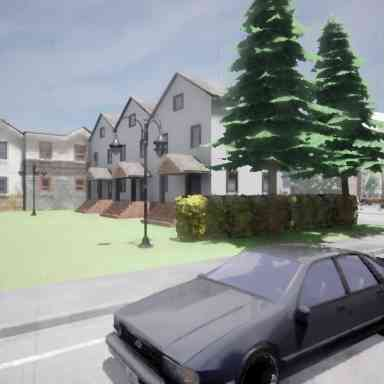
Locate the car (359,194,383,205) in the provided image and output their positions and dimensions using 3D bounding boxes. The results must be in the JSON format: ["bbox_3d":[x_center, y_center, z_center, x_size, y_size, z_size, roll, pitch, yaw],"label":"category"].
[{"bbox_3d":[27.287,1.097,49.291,1.932,1.855,4.605,0,0,-36],"label":"car"}]

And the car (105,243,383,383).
[{"bbox_3d":[1.534,1.547,5.063,5.357,1.411,2.033,0,0,-35],"label":"car"}]

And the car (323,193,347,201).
[{"bbox_3d":[32.154,1.097,74.745,1.932,1.855,4.605,0,0,-36],"label":"car"}]
